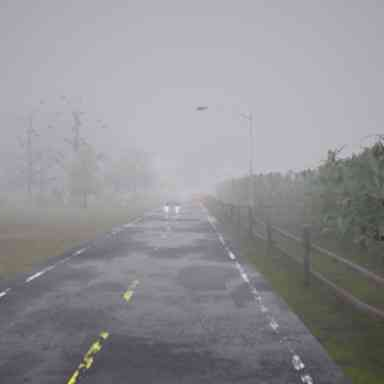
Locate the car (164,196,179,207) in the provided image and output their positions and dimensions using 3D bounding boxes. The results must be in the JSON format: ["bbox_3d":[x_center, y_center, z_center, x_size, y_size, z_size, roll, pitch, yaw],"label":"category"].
[{"bbox_3d":[-2.829,1.303,47.714,1.812,1.442,4.674,0,0,0],"label":"car"}]

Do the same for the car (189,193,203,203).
[{"bbox_3d":[0.901,1.053,60.589,2.097,1.767,4.553,0,0,1],"label":"car"}]

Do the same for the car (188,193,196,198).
[{"bbox_3d":[0.002,0.900,90.017,1.994,1.385,4.181,0,0,0],"label":"car"}]
